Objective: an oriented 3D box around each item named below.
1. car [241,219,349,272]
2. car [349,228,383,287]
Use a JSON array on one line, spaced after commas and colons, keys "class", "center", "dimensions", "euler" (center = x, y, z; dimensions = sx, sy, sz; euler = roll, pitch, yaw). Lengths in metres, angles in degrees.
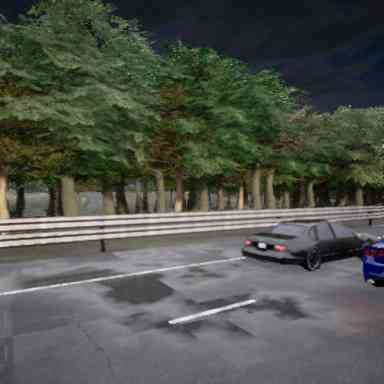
[{"class": "car", "center": [4.075, 1.606, 11.006], "dimensions": [5.357, 1.411, 2.033], "euler": [1, 0, -35]}, {"class": "car", "center": [6.228, 1.537, 8.240], "dimensions": [5.008, 1.535, 1.882], "euler": [0, 0, -35]}]
